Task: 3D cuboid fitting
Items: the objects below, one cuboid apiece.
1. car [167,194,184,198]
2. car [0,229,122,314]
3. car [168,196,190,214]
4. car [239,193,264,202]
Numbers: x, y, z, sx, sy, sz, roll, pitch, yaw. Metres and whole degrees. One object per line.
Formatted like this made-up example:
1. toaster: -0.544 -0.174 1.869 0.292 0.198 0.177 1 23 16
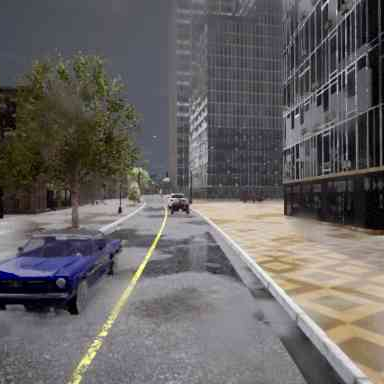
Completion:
1. car: -2.082 1.230 44.955 2.150 2.045 5.566 0 0 -6
2. car: -2.966 1.603 7.707 1.895 1.301 4.718 0 0 -1
3. car: -1.277 1.513 34.966 1.837 1.490 4.892 0 0 -4
4. car: 11.931 1.211 66.543 5.009 1.841 2.192 0 -1 13
